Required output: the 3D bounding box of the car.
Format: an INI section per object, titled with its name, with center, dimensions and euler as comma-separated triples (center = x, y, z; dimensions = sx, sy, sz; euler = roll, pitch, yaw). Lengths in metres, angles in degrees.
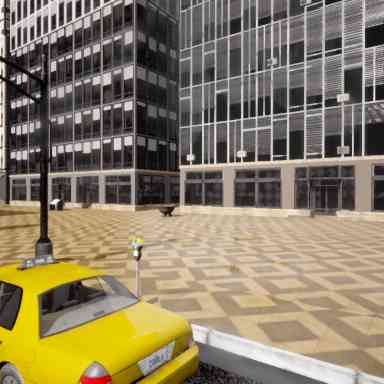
[car]
center = -2.201, 1.525, 4.462
dimensions = 4.829, 1.417, 1.752
euler = 0, 0, 36
